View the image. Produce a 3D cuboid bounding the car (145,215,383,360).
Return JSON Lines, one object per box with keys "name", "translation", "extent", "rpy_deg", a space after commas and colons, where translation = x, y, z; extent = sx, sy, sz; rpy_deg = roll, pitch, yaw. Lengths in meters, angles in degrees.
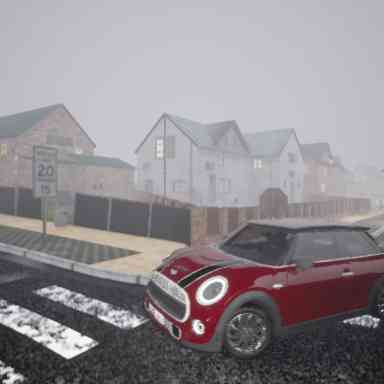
{"name": "car", "translation": [1.527, 1.294, 5.898], "extent": [4.553, 1.767, 2.097], "rpy_deg": [2, 2, -29]}
